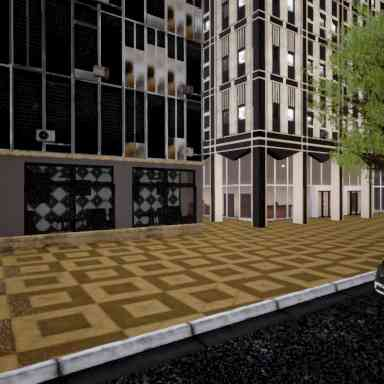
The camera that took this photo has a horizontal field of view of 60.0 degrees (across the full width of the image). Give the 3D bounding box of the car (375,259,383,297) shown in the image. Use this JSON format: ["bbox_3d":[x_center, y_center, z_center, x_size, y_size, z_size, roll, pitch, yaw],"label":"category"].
[{"bbox_3d":[5.879,1.504,7.244,4.892,1.490,1.837,0,0,-35],"label":"car"}]
